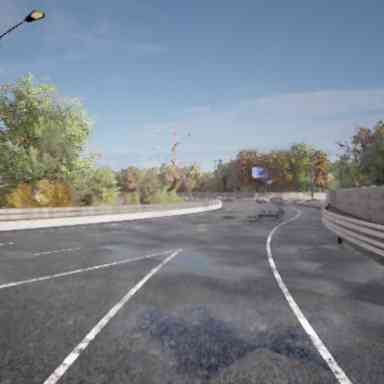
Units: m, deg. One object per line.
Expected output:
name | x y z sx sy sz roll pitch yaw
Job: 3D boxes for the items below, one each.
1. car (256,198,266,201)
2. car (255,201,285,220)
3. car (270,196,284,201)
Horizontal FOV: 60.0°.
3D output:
car | 17.521 2.373 84.846 1.812 1.442 4.674 0 -1 -5
car | 7.700 1.865 32.084 2.033 1.411 5.357 0 -1 24
car | 17.029 1.912 66.713 2.150 2.045 5.566 0 -1 6
